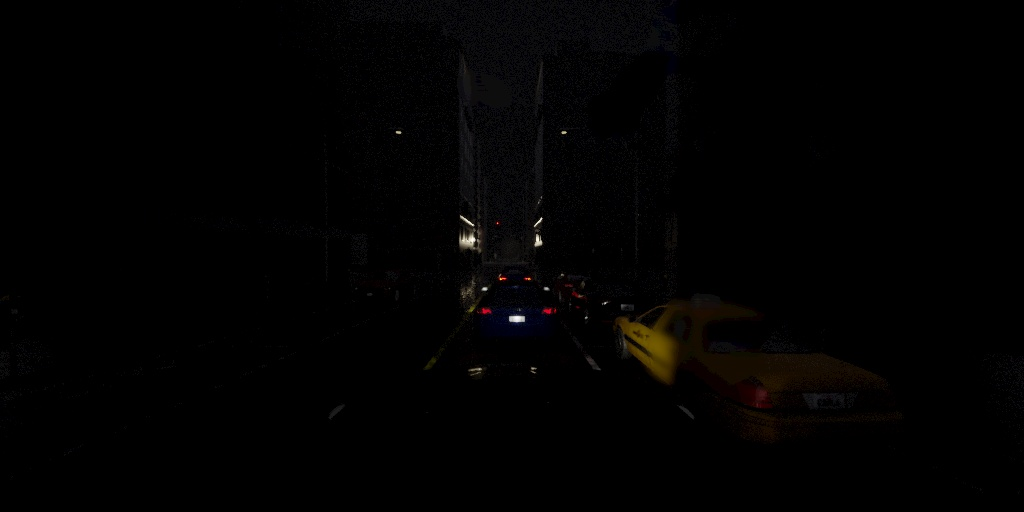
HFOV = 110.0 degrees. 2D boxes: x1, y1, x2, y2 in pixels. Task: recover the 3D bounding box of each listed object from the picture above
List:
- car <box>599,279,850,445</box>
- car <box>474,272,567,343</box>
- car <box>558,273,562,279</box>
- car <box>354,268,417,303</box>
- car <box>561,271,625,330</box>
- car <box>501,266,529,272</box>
[{"bbox_3d":[2.874,1.274,5.549,1.751,1.417,4.829,0,0,0],"label":"car"},{"bbox_3d":[0.101,1.312,9.649,1.994,1.385,4.181,0,0,0],"label":"car"},{"bbox_3d":[2.876,1.327,16.551,1.802,1.307,4.207,0,0,0],"label":"car"},{"bbox_3d":[-5.669,1.290,16.549,1.888,1.381,4.507,0,0,0],"label":"car"},{"bbox_3d":[2.875,1.313,10.965,1.948,1.339,4.313,0,0,0],"label":"car"},{"bbox_3d":[0.104,1.270,19.664,1.812,1.442,4.674,0,0,-2],"label":"car"}]
